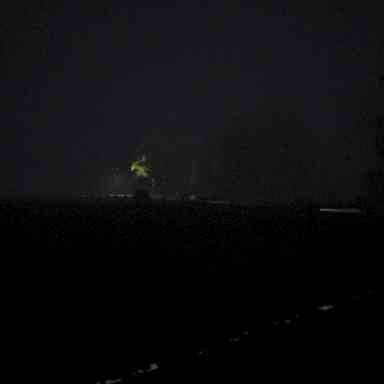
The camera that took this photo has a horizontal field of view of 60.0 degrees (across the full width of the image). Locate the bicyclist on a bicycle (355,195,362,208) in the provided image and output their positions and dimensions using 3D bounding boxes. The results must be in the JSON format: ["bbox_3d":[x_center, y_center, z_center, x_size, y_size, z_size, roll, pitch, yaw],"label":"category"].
[{"bbox_3d":[20.657,1.248,41.290,1.656,1.620,0.582,0,1,-33],"label":"bicyclist on a bicycle"}]

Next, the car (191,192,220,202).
[{"bbox_3d":[2.285,0.922,58.636,1.812,1.442,4.674,0,1,-33],"label":"car"}]

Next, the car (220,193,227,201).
[{"bbox_3d":[4.308,0.880,60.749,2.128,1.511,4.902,0,1,-33],"label":"car"}]

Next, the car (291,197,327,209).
[{"bbox_3d":[14.145,1.305,40.333,1.994,1.385,4.181,0,1,-33],"label":"car"}]

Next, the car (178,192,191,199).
[{"bbox_3d":[-1.090,0.740,68.934,1.837,1.490,4.892,0,1,-33],"label":"car"}]
